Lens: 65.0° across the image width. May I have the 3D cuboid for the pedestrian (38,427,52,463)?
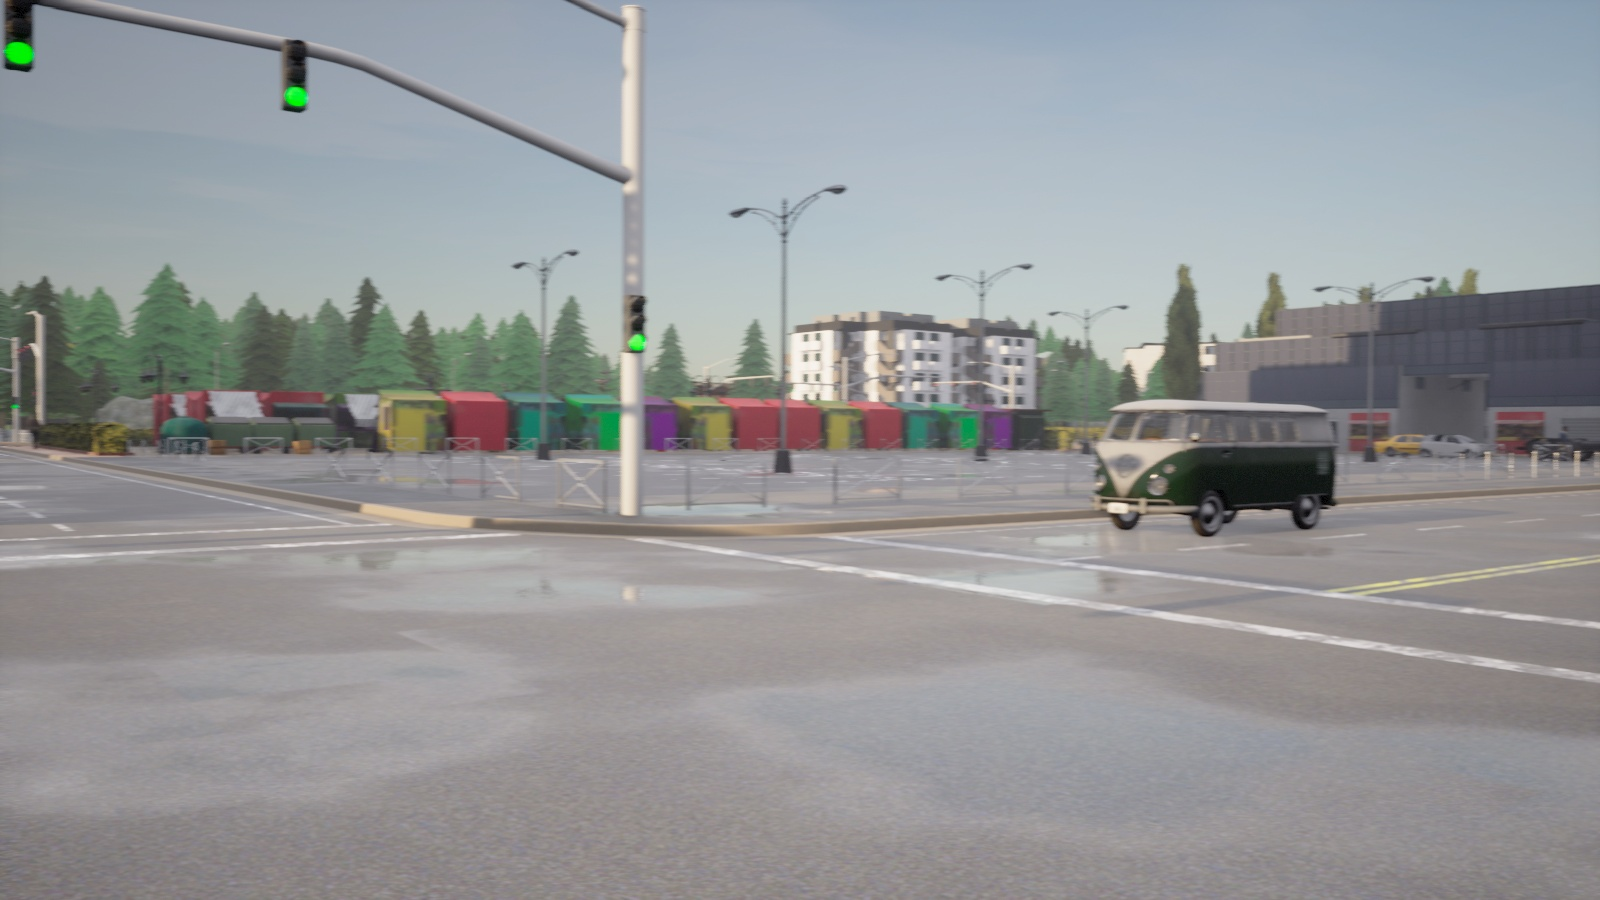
[{"bbox_3d":[-39.287,-0.259,65.342,0.331,1.846,0.634,-1,1,-8],"label":"pedestrian"}]

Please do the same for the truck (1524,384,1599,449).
[{"bbox_3d":[44.193,-1.833,68.219,2.891,3.462,7.936,-1,1,-35],"label":"truck"}]

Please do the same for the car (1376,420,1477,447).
[{"bbox_3d":[38.227,-0.983,76.758,1.801,1.575,5.366,-1,1,-35],"label":"car"}]

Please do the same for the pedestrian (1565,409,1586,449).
[{"bbox_3d":[38.367,-1.027,62.101,0.423,1.949,0.788,-1,1,-36],"label":"pedestrian"}]

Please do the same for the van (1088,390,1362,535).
[{"bbox_3d":[6.599,0.123,19.295,4.442,1.987,1.775,-1,1,-37],"label":"van"}]

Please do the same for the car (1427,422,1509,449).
[{"bbox_3d":[37.837,-0.814,71.209,1.845,1.501,3.633,-1,1,-35],"label":"car"}]
